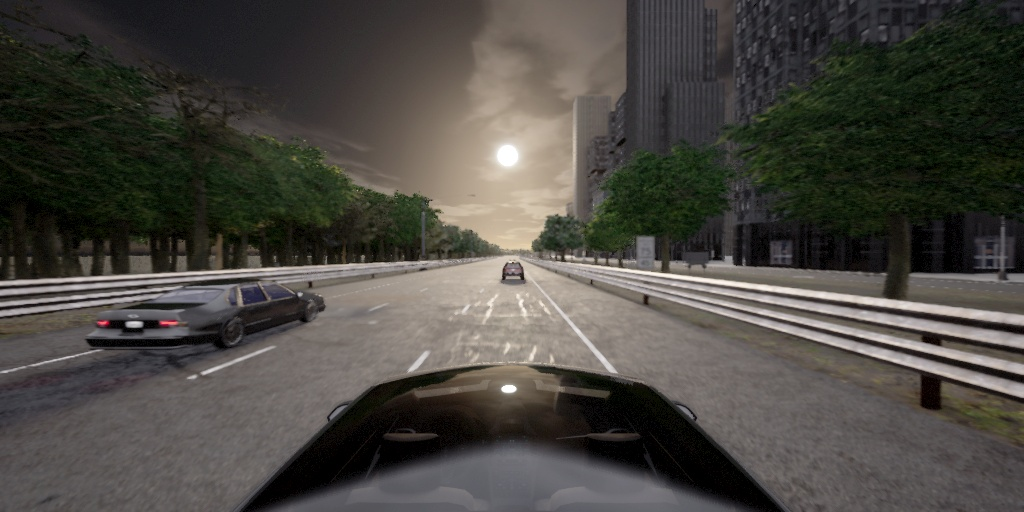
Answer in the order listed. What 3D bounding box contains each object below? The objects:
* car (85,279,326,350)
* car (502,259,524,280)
[{"bbox_3d":[-6.895,1.300,9.055,2.033,1.411,5.357,0,0,0],"label":"car"},{"bbox_3d":[0.099,1.237,32.588,2.033,1.649,4.856,0,0,0],"label":"car"}]
